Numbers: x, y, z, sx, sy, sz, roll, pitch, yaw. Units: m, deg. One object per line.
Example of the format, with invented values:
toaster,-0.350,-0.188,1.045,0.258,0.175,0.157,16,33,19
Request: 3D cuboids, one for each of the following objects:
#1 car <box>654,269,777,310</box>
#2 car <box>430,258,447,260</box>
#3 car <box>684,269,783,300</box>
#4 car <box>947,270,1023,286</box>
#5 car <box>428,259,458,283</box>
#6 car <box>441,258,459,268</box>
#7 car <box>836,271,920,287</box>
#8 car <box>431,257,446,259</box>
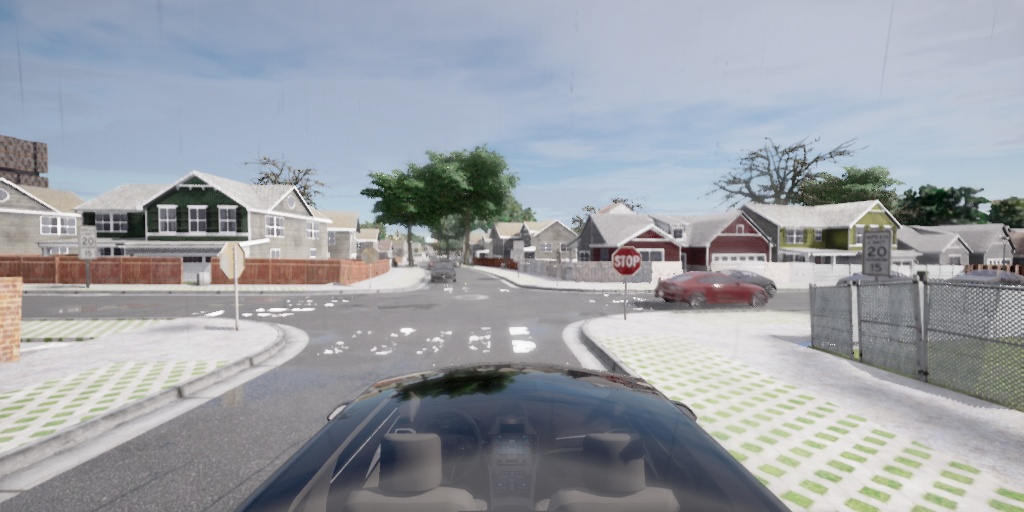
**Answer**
car,8.403,1.401,15.225,4.674,1.442,1.812,1,1,-11
car,-7.320,1.251,37.915,2.033,1.411,5.357,0,0,-14
car,11.488,1.413,18.734,4.181,1.385,1.994,1,1,-12
car,31.254,1.613,23.474,5.357,1.411,2.033,1,1,-16
car,-5.291,1.222,27.845,1.837,1.490,4.892,0,0,-10
car,-10.025,1.148,57.832,2.128,1.511,4.902,0,0,-17
car,21.243,1.520,20.871,4.181,1.385,1.994,1,1,-14
car,-10.447,1.039,49.492,2.097,1.767,4.553,0,0,-17
